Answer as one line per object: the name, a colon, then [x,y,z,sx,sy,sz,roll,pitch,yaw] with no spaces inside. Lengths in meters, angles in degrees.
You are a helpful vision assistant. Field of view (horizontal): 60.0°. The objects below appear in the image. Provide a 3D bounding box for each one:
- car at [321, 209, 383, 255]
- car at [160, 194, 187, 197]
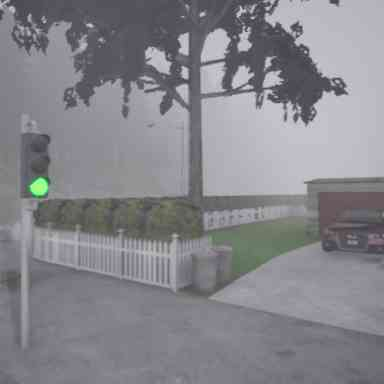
car: [5.894,1.304,11.443,1.994,1.381,4.181,0,0,36]
car: [-2.262,1.261,34.236,2.150,2.045,5.566,0,0,36]
